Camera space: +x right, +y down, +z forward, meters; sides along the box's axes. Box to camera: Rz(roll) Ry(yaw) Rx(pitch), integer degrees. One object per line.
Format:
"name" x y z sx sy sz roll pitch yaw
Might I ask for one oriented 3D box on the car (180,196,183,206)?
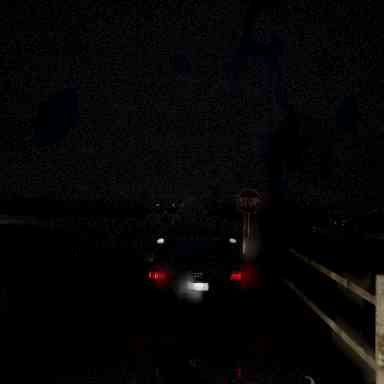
"car" -2.736 1.523 46.269 2.128 1.511 4.902 0 0 0

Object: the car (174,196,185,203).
"car" -2.603 1.561 69.589 2.128 1.511 4.902 0 0 0

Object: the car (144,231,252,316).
"car" 0.111 1.566 7.613 1.994 1.385 4.181 0 0 0

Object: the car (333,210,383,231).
"car" 12.641 2.056 23.786 4.892 1.490 1.837 2 0 -2

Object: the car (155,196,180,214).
"car" -2.675 1.374 35.033 2.097 1.767 4.553 0 0 -1
